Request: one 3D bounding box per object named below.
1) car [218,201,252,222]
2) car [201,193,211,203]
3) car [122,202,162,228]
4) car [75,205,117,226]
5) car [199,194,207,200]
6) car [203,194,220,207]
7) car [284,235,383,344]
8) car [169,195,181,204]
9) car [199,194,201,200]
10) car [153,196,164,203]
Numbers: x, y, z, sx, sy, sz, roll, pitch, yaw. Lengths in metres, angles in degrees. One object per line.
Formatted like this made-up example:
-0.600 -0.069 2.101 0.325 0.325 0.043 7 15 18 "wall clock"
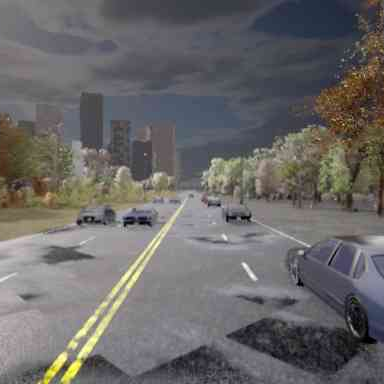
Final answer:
3.349 1.611 26.001 1.895 1.301 4.718 0 0 0 "car"
3.235 1.502 60.907 2.163 1.488 4.792 0 0 0 "car"
-3.352 1.612 22.323 1.895 1.301 4.718 0 0 0 "car"
-6.600 1.576 23.307 1.994 1.385 4.181 0 0 0 "car"
3.122 1.402 93.888 1.882 1.535 5.008 0 0 0 "car"
3.247 1.511 49.889 2.163 1.488 4.792 0 0 0 "car"
3.348 1.550 6.345 2.033 1.411 5.357 0 0 0 "car"
-3.293 1.356 64.266 2.097 1.767 4.553 0 0 0 "car"
3.198 1.200 71.909 2.150 2.045 5.566 0 0 0 "car"
-6.542 1.534 64.796 1.812 1.442 4.674 0 0 0 "car"
